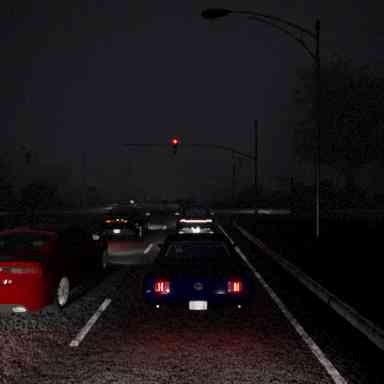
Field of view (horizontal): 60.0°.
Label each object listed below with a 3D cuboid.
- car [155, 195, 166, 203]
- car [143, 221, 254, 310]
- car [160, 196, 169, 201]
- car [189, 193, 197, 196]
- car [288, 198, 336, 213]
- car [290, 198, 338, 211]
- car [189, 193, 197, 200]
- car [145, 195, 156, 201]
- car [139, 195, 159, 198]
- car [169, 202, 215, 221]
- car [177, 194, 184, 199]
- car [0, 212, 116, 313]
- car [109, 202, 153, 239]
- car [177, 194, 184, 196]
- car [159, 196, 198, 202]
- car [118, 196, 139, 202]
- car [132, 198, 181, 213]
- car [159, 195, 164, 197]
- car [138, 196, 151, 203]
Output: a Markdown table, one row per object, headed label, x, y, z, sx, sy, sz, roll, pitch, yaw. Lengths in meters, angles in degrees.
| label | x | y | z | sx | sy | sz | roll | pitch | yaw |
| --- | --- | --- | --- | --- | --- | --- | --- | --- | --- |
| car | -6.821 | 1.468 | 73.208 | 1.882 | 1.535 | 5.008 | 0 | 0 | 0 |
| car | 0.119 | 1.600 | 7.761 | 1.895 | 1.301 | 4.718 | 0 | 0 | 0 |
| car | -6.794 | 1.584 | 83.191 | 1.895 | 1.301 | 4.718 | 0 | 0 | 0 |
| car | 0.261 | 1.495 | 67.951 | 1.837 | 1.490 | 4.892 | 0 | 0 | 0 |
| car | 12.960 | 1.596 | 36.179 | 4.718 | 1.301 | 1.895 | 0 | 0 | 3 |
| car | 14.415 | 1.486 | 39.602 | 4.902 | 1.511 | 2.128 | 0 | 0 | 3 |
| car | 0.275 | 1.212 | 94.667 | 2.150 | 2.045 | 5.566 | 0 | 0 | 1 |
| car | -10.295 | 1.529 | 82.824 | 2.033 | 1.411 | 5.357 | 0 | 0 | 0 |
| car | -6.956 | 1.557 | 54.686 | 1.994 | 1.385 | 4.181 | 0 | 0 | -1 |
| car | 0.151 | 1.489 | 17.023 | 2.128 | 1.511 | 4.902 | 0 | 0 | -1 |
| car | -3.222 | 1.315 | 95.054 | 1.882 | 1.535 | 5.008 | 0 | 0 | 1 |
| car | -3.382 | 1.477 | 7.788 | 1.882 | 1.535 | 5.008 | 0 | 0 | 0 |
| car | -3.358 | 1.502 | 17.285 | 1.837 | 1.490 | 4.892 | 0 | 0 | 0 |
| car | -3.289 | 1.521 | 84.645 | 2.033 | 1.411 | 5.357 | 0 | 0 | 0 |
| car | -1.273 | 1.520 | 40.523 | 4.674 | 1.442 | 1.812 | 0 | 0 | 3 |
| car | -10.484 | 1.484 | 53.168 | 2.128 | 1.511 | 4.902 | 0 | 0 | 1 |
| car | -3.903 | 1.596 | 37.171 | 4.718 | 1.301 | 1.895 | 0 | 0 | 3 |
| car | -6.890 | 1.592 | 63.447 | 1.895 | 1.301 | 4.718 | 0 | 0 | 1 |
| car | -10.322 | 1.530 | 72.520 | 2.033 | 1.411 | 5.357 | 0 | 0 | 0 |
